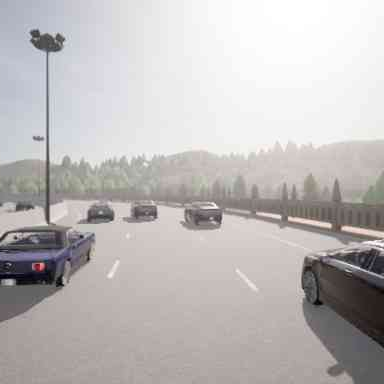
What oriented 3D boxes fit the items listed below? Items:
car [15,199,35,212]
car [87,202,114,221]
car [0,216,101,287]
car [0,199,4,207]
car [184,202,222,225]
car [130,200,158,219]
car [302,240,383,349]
[{"bbox_3d":[-19.093,1.523,38.158,1.895,1.301,4.718,0,0,-25],"label":"car"},{"bbox_3d":[-7.318,1.509,26.623,1.994,1.385,4.181,0,0,-15],"label":"car"},{"bbox_3d":[-3.981,1.582,9.105,1.895,1.301,4.718,0,0,-5],"label":"car"},{"bbox_3d":[-27.622,1.470,46.685,1.994,1.385,4.181,0,0,-32],"label":"car"},{"bbox_3d":[0.694,1.443,23.491,2.128,1.511,4.902,0,0,-13],"label":"car"},{"bbox_3d":[-4.155,1.433,28.335,2.128,1.511,4.902,0,0,-16],"label":"car"},{"bbox_3d":[3.286,1.481,5.101,2.128,1.511,4.902,0,0,-2],"label":"car"}]
